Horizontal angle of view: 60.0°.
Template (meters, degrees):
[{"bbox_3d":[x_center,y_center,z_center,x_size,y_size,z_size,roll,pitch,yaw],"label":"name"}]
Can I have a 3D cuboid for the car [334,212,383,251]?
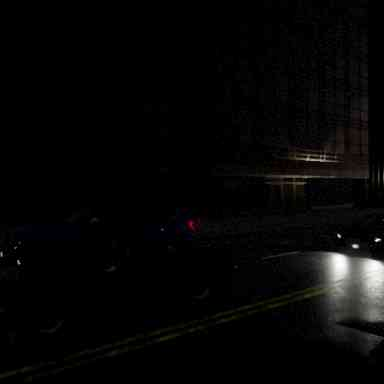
[{"bbox_3d":[7.961,1.537,13.340,5.357,1.411,2.033,0,0,-35],"label":"car"}]

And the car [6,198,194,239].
[{"bbox_3d":[-2.478,1.220,9.901,5.566,2.045,2.150,0,0,-35],"label":"car"}]

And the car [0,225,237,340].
[{"bbox_3d":[-1.428,1.598,6.652,4.718,1.301,1.895,0,0,-35],"label":"car"}]
